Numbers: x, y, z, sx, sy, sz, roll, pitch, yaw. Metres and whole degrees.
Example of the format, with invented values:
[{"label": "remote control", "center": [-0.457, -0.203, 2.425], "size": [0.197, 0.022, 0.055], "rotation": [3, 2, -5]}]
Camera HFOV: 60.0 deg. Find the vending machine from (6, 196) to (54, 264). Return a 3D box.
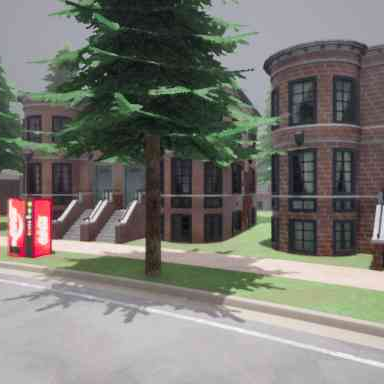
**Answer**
[{"label": "vending machine", "center": [-5.337, 1.192, 10.994], "size": [0.880, 2.100, 1.100], "rotation": [0, 0, 23]}]
